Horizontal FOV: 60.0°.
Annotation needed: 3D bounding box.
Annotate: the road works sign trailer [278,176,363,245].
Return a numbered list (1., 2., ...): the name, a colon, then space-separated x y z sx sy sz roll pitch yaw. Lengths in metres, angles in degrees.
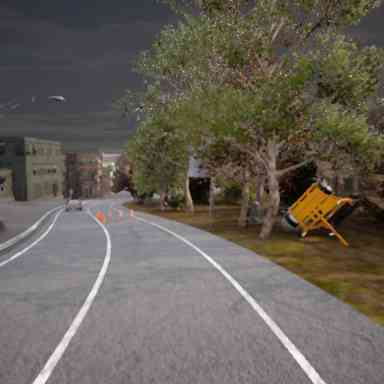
1. road works sign trailer: 6.327 1.095 14.838 3.560 2.380 2.880 0 46 -47

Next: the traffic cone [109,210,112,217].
1. traffic cone: -7.505 1.948 30.359 0.340 0.580 0.340 -2 1 -19

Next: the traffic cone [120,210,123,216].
1. traffic cone: -6.566 1.913 30.687 0.340 0.580 0.340 -2 1 -19

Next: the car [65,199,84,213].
1. car: -14.139 1.640 39.916 1.812 1.442 4.674 -2 1 -18

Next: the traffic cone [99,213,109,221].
1. traffic cone: -6.471 1.965 24.375 0.340 0.580 0.340 -2 0 -19
